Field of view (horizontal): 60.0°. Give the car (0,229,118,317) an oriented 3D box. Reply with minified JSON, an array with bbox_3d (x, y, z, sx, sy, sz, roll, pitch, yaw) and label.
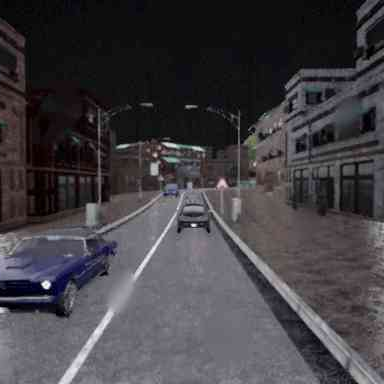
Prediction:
[{"bbox_3d":[-3.102,1.597,7.571,1.895,1.301,4.718,0,0,0],"label":"car"}]

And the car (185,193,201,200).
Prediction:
[{"bbox_3d":[0.087,0.859,38.796,2.033,1.411,5.357,0,3,0],"label":"car"}]

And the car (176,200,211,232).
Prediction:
[{"bbox_3d":[0.094,1.472,19.904,1.837,1.490,4.892,0,1,0],"label":"car"}]

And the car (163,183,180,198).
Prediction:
[{"bbox_3d":[-3.085,-0.252,50.775,2.150,2.045,5.566,0,4,0],"label":"car"}]
